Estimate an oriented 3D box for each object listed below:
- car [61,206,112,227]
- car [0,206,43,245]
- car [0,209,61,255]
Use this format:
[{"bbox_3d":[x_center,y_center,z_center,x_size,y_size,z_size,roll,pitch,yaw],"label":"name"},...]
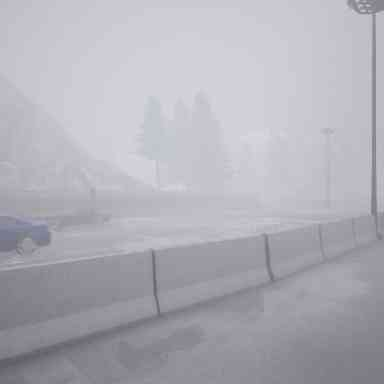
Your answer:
[{"bbox_3d":[-7.555,1.601,21.037,1.895,1.301,4.718,0,0,44],"label":"car"},{"bbox_3d":[-9.412,1.492,14.554,4.902,1.511,2.128,0,0,-40],"label":"car"},{"bbox_3d":[-7.544,1.477,11.573,5.008,1.535,1.882,0,0,-39],"label":"car"}]
